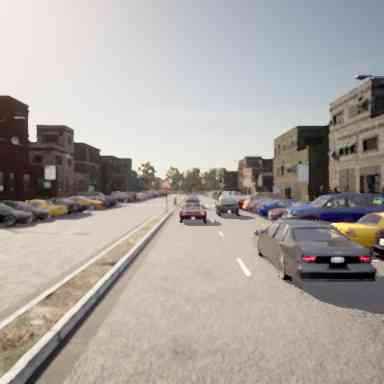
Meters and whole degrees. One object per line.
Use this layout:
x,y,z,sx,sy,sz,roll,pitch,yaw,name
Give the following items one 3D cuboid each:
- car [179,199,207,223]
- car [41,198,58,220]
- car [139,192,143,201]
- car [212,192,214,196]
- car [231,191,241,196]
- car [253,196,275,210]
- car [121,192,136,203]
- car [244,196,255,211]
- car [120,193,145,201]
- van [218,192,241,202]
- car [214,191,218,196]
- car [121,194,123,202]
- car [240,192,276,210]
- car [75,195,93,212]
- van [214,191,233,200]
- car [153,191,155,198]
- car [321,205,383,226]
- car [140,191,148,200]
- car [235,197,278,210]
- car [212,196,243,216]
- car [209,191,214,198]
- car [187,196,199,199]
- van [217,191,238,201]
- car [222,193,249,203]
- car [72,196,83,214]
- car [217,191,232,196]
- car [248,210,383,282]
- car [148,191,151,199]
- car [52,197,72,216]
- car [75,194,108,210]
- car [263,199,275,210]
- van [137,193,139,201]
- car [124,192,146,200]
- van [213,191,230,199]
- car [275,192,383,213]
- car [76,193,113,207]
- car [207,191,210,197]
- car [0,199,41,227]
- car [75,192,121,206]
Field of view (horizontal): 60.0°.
0.076,1.460,24.361,1.895,1.301,4.718,0,0,0,car
-12.638,1.361,23.919,4.792,1.488,2.163,0,0,0,car
-12.659,1.155,65.603,4.674,1.452,2.002,0,0,0,car
7.552,1.125,75.414,4.674,1.452,2.002,0,0,0,car
7.576,1.046,36.804,5.566,2.045,2.435,0,0,0,car
7.614,1.334,25.775,5.008,1.535,2.097,0,0,0,car
-12.646,1.164,57.264,4.892,1.521,2.231,0,0,0,car
7.609,1.356,31.420,4.674,1.452,2.002,0,0,0,car
-12.654,1.080,71.162,5.008,1.535,2.097,0,0,0,car
7.449,0.913,67.140,4.442,1.987,1.878,0,0,0,van
7.598,0.906,64.383,5.566,2.045,2.435,0,0,0,car
-12.617,1.253,46.147,4.792,1.488,2.163,0,0,0,car
7.577,1.181,34.047,4.553,1.767,2.185,0,0,0,car
-12.652,1.293,32.132,5.008,1.535,2.097,0,0,0,car
7.665,0.825,80.929,4.442,1.987,1.878,0,0,0,van
-12.635,0.878,85.056,4.553,1.767,2.185,0,0,0,car
7.822,1.395,11.991,5.366,1.575,1.946,0,0,0,car
-12.472,1.095,68.382,5.366,1.575,1.946,0,0,0,car
7.603,1.327,39.564,4.674,1.452,2.002,0,0,0,car
3.073,1.345,29.841,1.837,1.490,4.892,0,0,0,car
7.366,1.065,78.171,5.366,1.575,1.946,0,0,0,car
0.068,1.276,41.107,1.837,1.490,4.892,1,-1,0,car
7.675,0.876,72.656,4.442,1.987,1.878,0,0,0,van
7.607,1.066,58.744,4.553,1.767,2.185,0,0,0,car
-12.682,1.335,29.477,4.792,1.488,2.163,0,0,0,car
7.608,0.957,56.108,5.566,2.045,2.435,0,0,0,car
3.099,1.480,9.599,2.033,1.411,5.357,0,0,0,car
-12.658,1.047,76.722,5.008,1.535,2.097,0,0,0,car
-12.846,1.315,26.699,5.366,1.575,1.946,0,0,0,car
-12.648,1.265,37.808,5.008,1.535,2.097,0,0,0,car
7.625,1.385,23.017,4.674,1.452,2.002,0,0,0,car
-12.772,0.905,62.822,4.442,1.987,1.878,0,0,0,van
-12.692,0.938,73.940,4.553,1.767,2.185,0,0,0,car
7.657,0.797,86.442,4.442,1.987,1.878,0,0,0,van
7.601,1.117,17.502,5.566,2.045,2.435,0,0,0,car
-12.637,1.253,40.587,4.892,1.521,2.231,0,0,0,car
7.565,0.758,89.200,5.566,2.045,2.435,0,0,0,car
-12.646,1.375,21.142,4.792,1.488,2.163,0,0,0,car
-12.617,0.987,43.365,5.566,2.045,2.435,0,0,0,car
